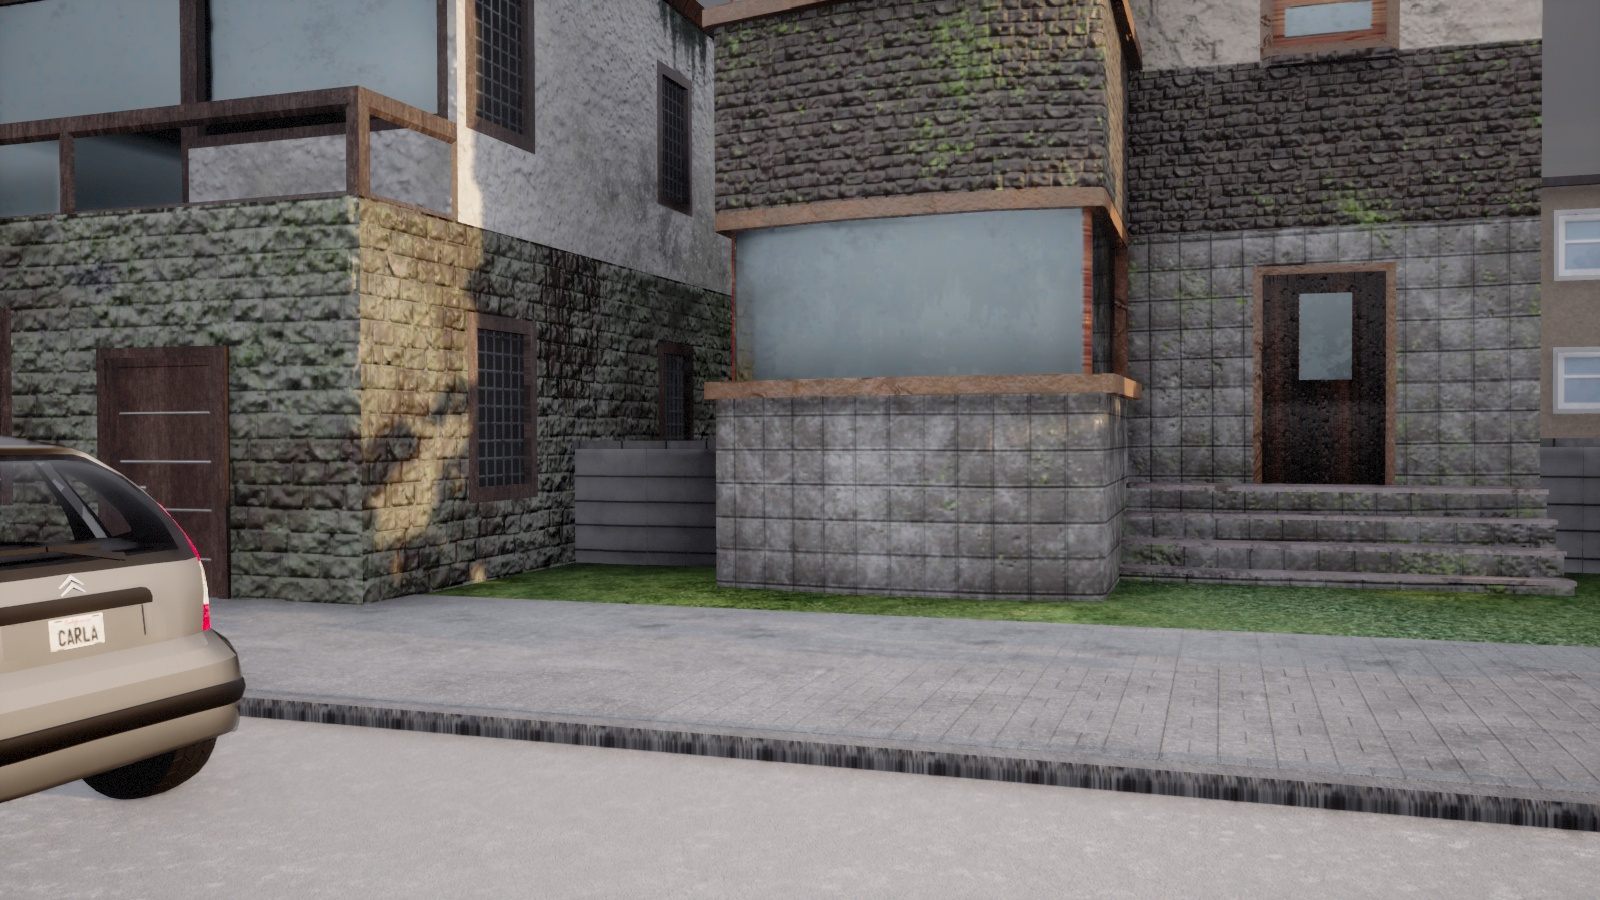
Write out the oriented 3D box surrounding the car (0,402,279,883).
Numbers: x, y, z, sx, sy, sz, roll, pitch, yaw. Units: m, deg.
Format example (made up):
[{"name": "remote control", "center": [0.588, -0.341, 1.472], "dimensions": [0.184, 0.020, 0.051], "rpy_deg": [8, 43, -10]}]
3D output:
[{"name": "car", "center": [-4.449, 0.625, 5.214], "dimensions": [3.988, 1.617, 1.851], "rpy_deg": [1, 1, 19]}]
